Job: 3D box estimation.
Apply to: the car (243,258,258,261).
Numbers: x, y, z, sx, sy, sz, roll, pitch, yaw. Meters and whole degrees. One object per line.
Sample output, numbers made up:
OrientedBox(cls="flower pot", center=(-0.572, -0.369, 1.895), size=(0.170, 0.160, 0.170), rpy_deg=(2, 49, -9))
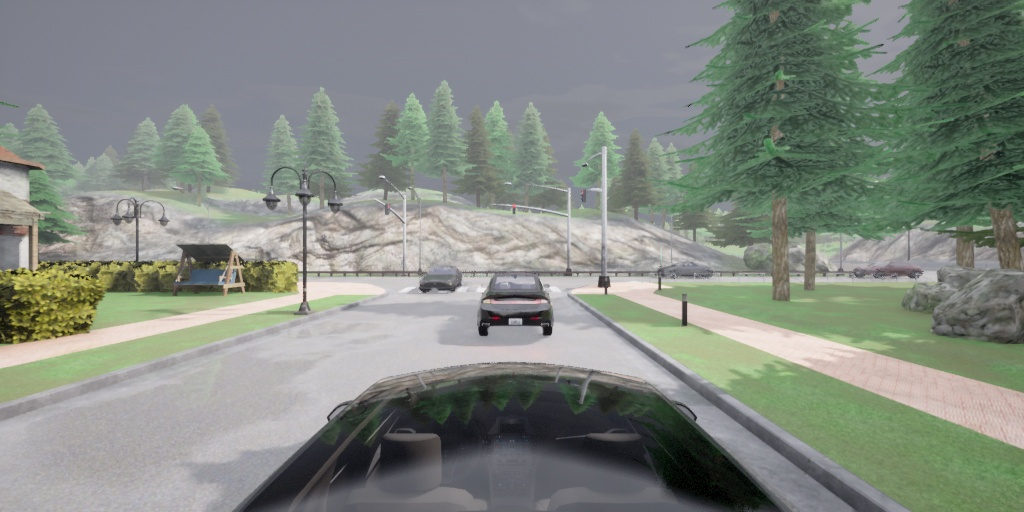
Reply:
OrientedBox(cls="car", center=(-19.142, 0.939, 25.883), size=(4.553, 1.767, 2.097), rpy_deg=(0, 0, 0))

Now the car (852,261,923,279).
OrientedBox(cls="car", center=(30.702, 1.116, 29.369), size=(4.674, 1.442, 1.812), rpy_deg=(0, 0, 0))

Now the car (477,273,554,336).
OrientedBox(cls="car", center=(0.098, 1.241, 10.370), size=(2.128, 1.511, 4.902), rpy_deg=(0, 0, 1))

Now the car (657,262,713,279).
OrientedBox(cls="car", center=(14.183, 1.150, 29.496), size=(4.181, 1.385, 1.994), rpy_deg=(0, 0, 0))

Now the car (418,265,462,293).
OrientedBox(cls="car", center=(-4.028, 1.256, 20.939), size=(2.033, 1.411, 5.357), rpy_deg=(0, 2, -2))
